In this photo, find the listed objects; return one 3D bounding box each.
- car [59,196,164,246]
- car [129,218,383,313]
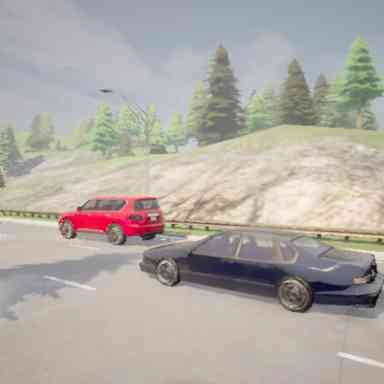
[{"bbox_3d":[-3.783,1.191,15.340,5.566,2.045,2.150,0,0,35],"label":"car"},{"bbox_3d":[1.282,1.524,7.591,5.357,1.411,2.033,0,0,35],"label":"car"}]
